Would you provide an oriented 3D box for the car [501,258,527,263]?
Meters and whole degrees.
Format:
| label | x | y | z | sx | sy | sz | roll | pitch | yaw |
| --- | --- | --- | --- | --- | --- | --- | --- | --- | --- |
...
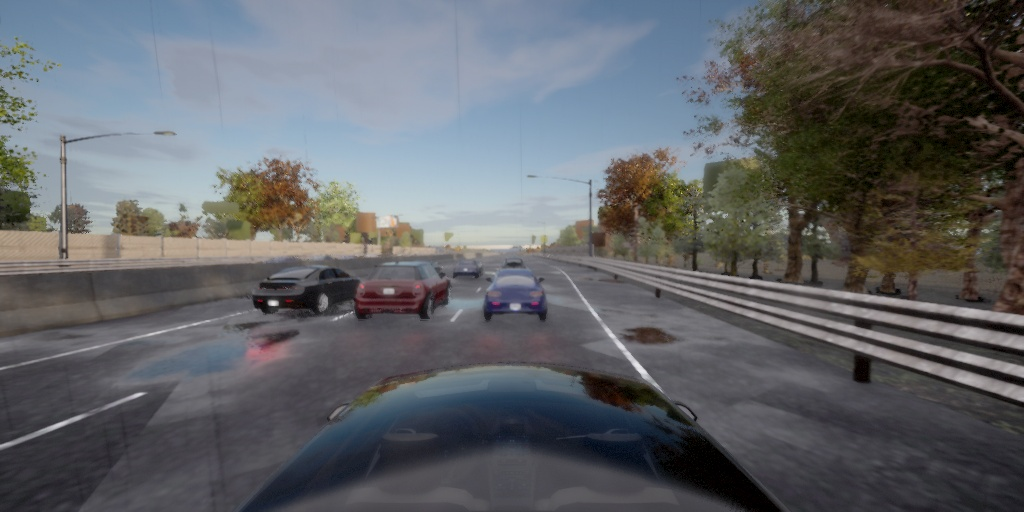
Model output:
| label | x | y | z | sx | sy | sz | roll | pitch | yaw |
| --- | --- | --- | --- | --- | --- | --- | --- | --- | --- |
| car | 0.136 | 0.884 | 27.885 | 1.837 | 1.490 | 4.892 | 0 | 1 | 0 |

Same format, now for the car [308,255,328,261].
| label | x | y | z | sx | sy | sz | roll | pitch | yaw |
| --- | --- | --- | --- | --- | --- | --- | --- | --- | --- |
| car | -24.488 | 0.656 | 46.216 | 1.812 | 1.442 | 4.674 | 0 | 0 | 0 |

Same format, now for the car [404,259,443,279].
| label | x | y | z | sx | sy | sz | roll | pitch | yaw |
| --- | --- | --- | --- | --- | --- | --- | --- | --- | --- |
| car | -6.863 | 0.938 | 28.212 | 1.994 | 1.385 | 4.181 | 0 | 1 | 0 |

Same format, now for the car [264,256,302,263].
| label | x | y | z | sx | sy | sz | roll | pitch | yaw |
| --- | --- | --- | --- | --- | --- | --- | --- | --- | --- |
| car | -27.974 | 0.705 | 44.075 | 2.033 | 1.411 | 5.357 | 0 | 1 | 0 |

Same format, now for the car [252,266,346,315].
| label | x | y | z | sx | sy | sz | roll | pitch | yaw |
| --- | --- | --- | --- | --- | --- | --- | --- | --- | --- |
| car | -6.892 | 1.095 | 12.798 | 1.837 | 1.490 | 4.892 | 0 | 1 | 0 |

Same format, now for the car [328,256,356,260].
| label | x | y | z | sx | sy | sz | roll | pitch | yaw |
| --- | --- | --- | --- | --- | --- | --- | --- | --- | --- |
| car | -20.990 | 0.680 | 46.090 | 2.033 | 1.411 | 5.357 | 0 | 1 | 1 |

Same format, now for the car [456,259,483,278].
| label | x | y | z | sx | sy | sz | roll | pitch | yaw |
| --- | --- | --- | --- | --- | --- | --- | --- | --- | --- |
| car | -3.364 | 0.941 | 28.044 | 1.994 | 1.385 | 4.181 | 0 | 1 | 0 |

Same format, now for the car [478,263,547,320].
| label | x | y | z | sx | sy | sz | roll | pitch | yaw |
| --- | --- | --- | --- | --- | --- | --- | --- | --- | --- |
| car | 0.102 | 1.132 | 11.743 | 1.812 | 1.442 | 4.674 | 0 | 1 | 0 |

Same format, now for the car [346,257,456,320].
| label | x | y | z | sx | sy | sz | roll | pitch | yaw |
| --- | --- | --- | --- | --- | --- | --- | --- | --- | --- |
| car | -3.396 | 0.955 | 12.049 | 2.097 | 1.767 | 4.553 | 0 | 1 | 0 |
